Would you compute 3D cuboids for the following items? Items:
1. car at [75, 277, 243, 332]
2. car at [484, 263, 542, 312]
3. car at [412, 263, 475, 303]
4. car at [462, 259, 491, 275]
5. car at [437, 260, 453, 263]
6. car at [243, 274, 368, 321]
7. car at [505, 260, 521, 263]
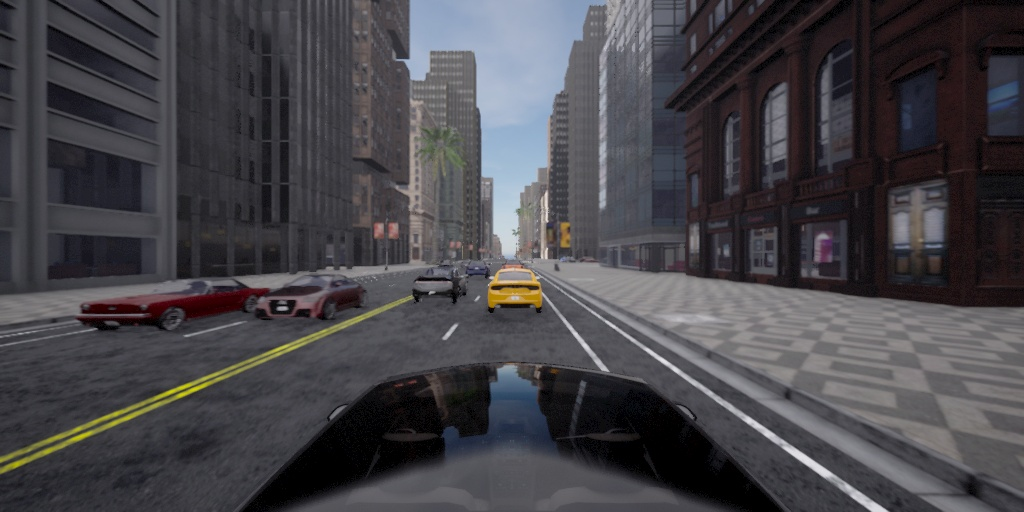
[{"bbox_3d":[-9.850,1.353,11.034,1.895,1.301,4.718,0,0,0],"label":"car"},{"bbox_3d":[0.113,1.232,14.279,1.882,1.535,5.008,0,0,0],"label":"car"},{"bbox_3d":[-3.148,1.246,16.484,2.128,1.511,4.902,0,0,0],"label":"car"},{"bbox_3d":[-3.146,1.113,34.220,2.097,1.767,4.553,0,0,0],"label":"car"},{"bbox_3d":[-9.817,1.276,53.084,1.837,1.490,4.892,0,0,0],"label":"car"},{"bbox_3d":[-6.599,1.317,12.292,1.994,1.385,4.181,0,0,0],"label":"car"},{"bbox_3d":[0.104,1.113,34.219,2.097,1.767,4.553,0,0,0],"label":"car"}]
